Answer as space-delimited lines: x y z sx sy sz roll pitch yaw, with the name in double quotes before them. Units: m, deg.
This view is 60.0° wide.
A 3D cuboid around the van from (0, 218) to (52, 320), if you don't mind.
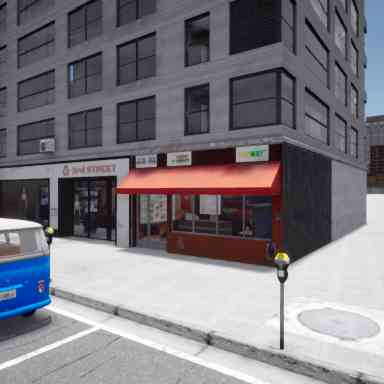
"van" -4.327 1.341 6.165 3.998 1.788 1.690 0 0 36
